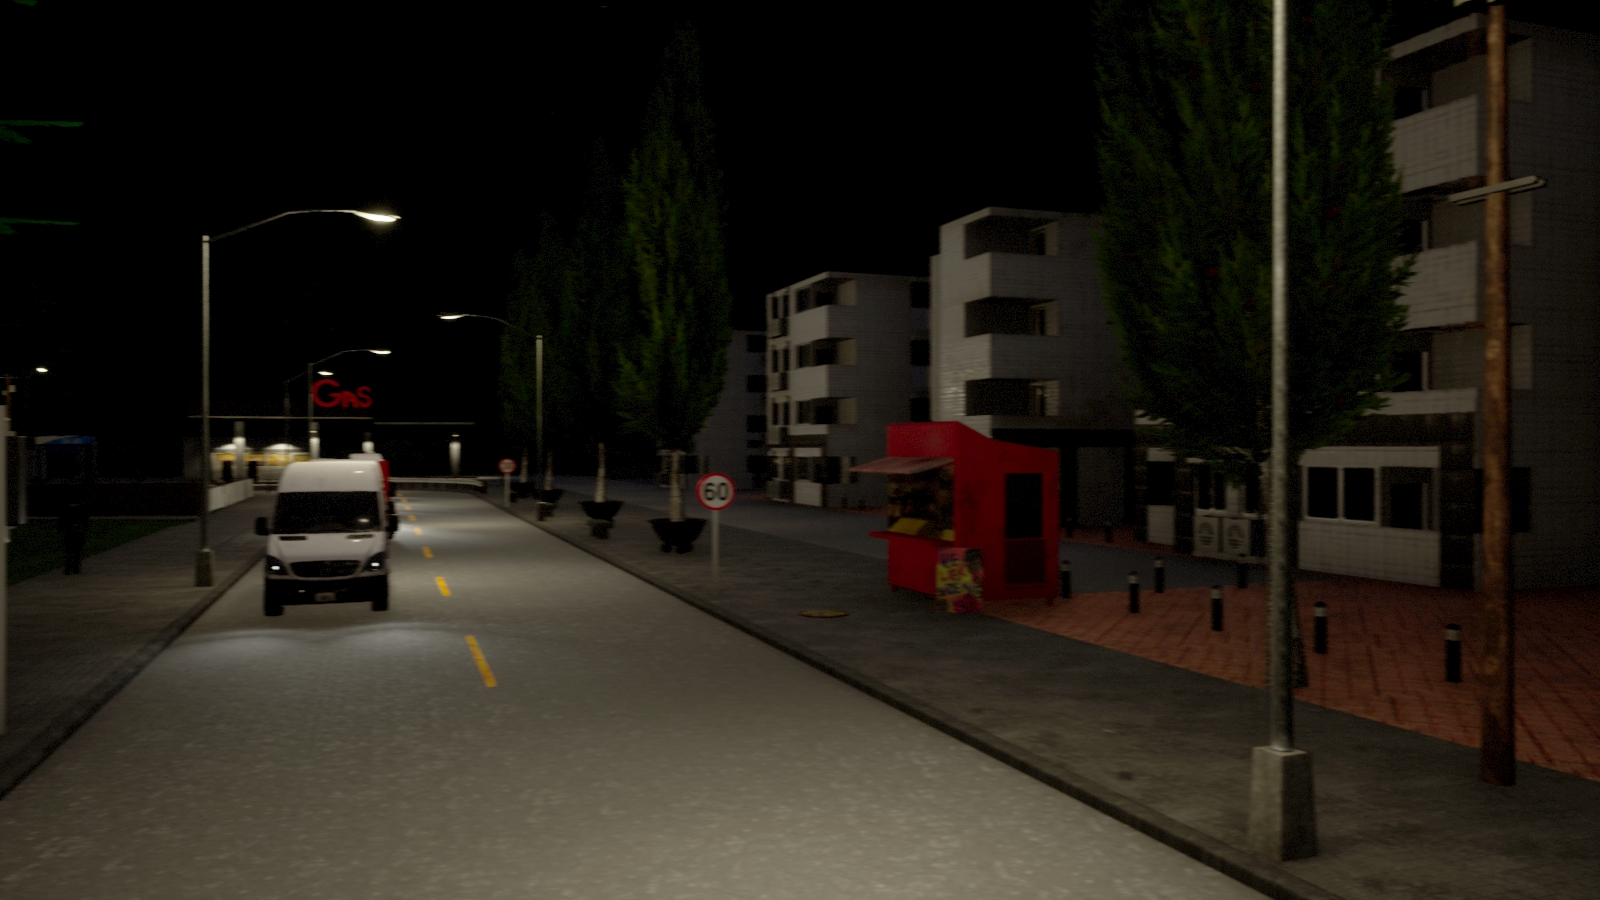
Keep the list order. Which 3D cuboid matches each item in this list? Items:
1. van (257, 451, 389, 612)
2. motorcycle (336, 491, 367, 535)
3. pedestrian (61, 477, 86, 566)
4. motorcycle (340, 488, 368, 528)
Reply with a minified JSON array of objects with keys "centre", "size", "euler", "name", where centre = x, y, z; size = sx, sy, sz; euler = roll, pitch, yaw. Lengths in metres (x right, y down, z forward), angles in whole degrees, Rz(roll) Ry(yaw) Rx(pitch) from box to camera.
[{"centre":[-8.768,1.297,21.373],"size":[1.988,2.561,5.915],"euler":[0,0,-20],"name":"van"},{"centre":[-13.830,1.933,35.268],"size":[0.856,1.236,1.805],"euler":[0,0,-20],"name":"motorcycle"},{"centre":[-15.487,1.512,24.360],"size":[0.375,1.860,0.375],"euler":[0,0,-20],"name":"pedestrian"},{"centre":[-15.253,1.953,39.103],"size":[0.867,1.251,2.209],"euler":[0,0,-20],"name":"motorcycle"}]
